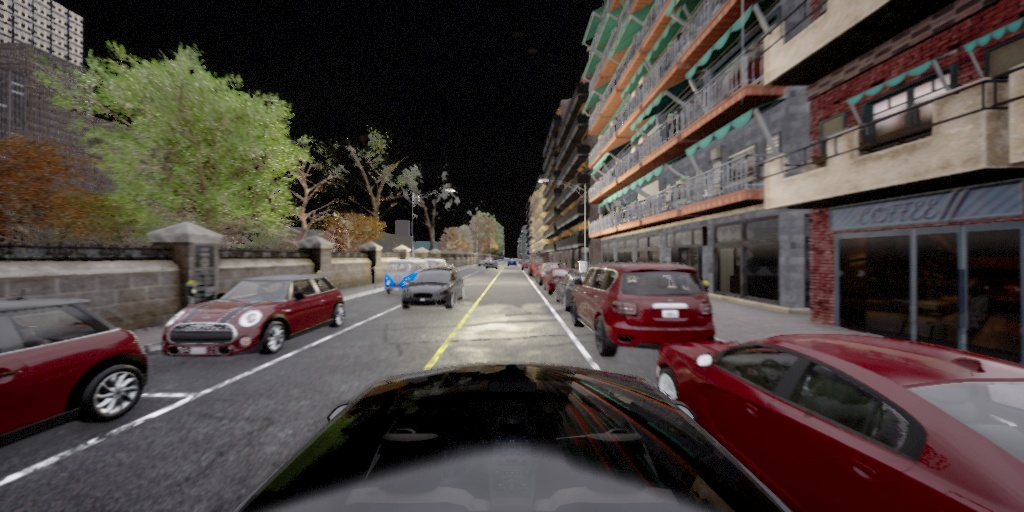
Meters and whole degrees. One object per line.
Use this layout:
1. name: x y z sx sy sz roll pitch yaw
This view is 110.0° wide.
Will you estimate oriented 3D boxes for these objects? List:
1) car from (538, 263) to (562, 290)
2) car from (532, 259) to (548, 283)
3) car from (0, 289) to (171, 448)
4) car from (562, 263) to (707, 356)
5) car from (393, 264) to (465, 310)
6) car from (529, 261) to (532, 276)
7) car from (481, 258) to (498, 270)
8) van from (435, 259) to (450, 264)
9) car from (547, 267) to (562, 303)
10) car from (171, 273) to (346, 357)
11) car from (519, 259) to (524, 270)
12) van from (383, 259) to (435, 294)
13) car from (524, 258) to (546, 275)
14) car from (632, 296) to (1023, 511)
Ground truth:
1. car: 2.691 1.301 19.751 1.888 1.381 4.507 0 0 0
2. car: 2.691 1.200 25.380 1.967 1.591 4.097 0 0 0
3. car: -5.689 1.190 2.862 1.967 1.591 4.097 0 0 0
4. car: 2.692 1.066 8.491 2.192 1.841 5.009 0 0 0
5. car: -3.099 1.258 14.858 1.837 1.490 4.892 0 0 0
6. car: 2.691 1.348 31.011 1.802 1.307 4.207 0 0 0
7. car: -3.059 1.347 54.854 2.033 1.411 5.357 0 0 1
8. van: -5.689 1.101 25.380 1.690 1.789 3.998 0 0 0
9. car: 2.691 1.303 14.122 2.007 1.370 4.403 0 0 0
10. car: -5.689 1.191 8.491 1.967 1.591 4.097 0 0 0
11. car: 2.387 1.148 52.322 2.097 1.767 4.553 0 0 0
12. van: -5.689 1.097 19.751 1.690 1.789 3.998 0 0 0
13. car: 2.691 1.087 36.640 2.192 1.841 5.009 0 0 0
14. car: 2.691 1.295 2.861 1.888 1.381 4.507 0 0 0
